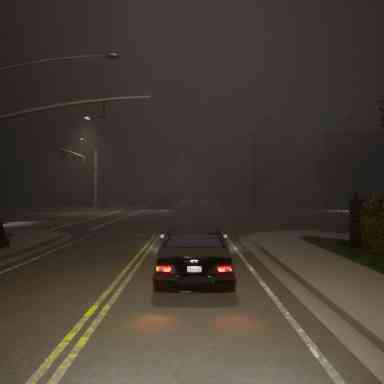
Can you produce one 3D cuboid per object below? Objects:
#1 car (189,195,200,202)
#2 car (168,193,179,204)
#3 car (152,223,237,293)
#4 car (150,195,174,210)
[{"bbox_3d":[0.535,1.527,79.015,2.033,1.411,5.357,0,0,12],"label":"car"},{"bbox_3d":[-3.705,1.223,64.959,2.150,2.045,5.566,0,0,0],"label":"car"},{"bbox_3d":[0.051,1.547,8.984,2.033,1.411,5.357,0,0,0],"label":"car"},{"bbox_3d":[-4.118,1.537,44.054,1.812,1.442,4.674,0,0,8],"label":"car"}]
